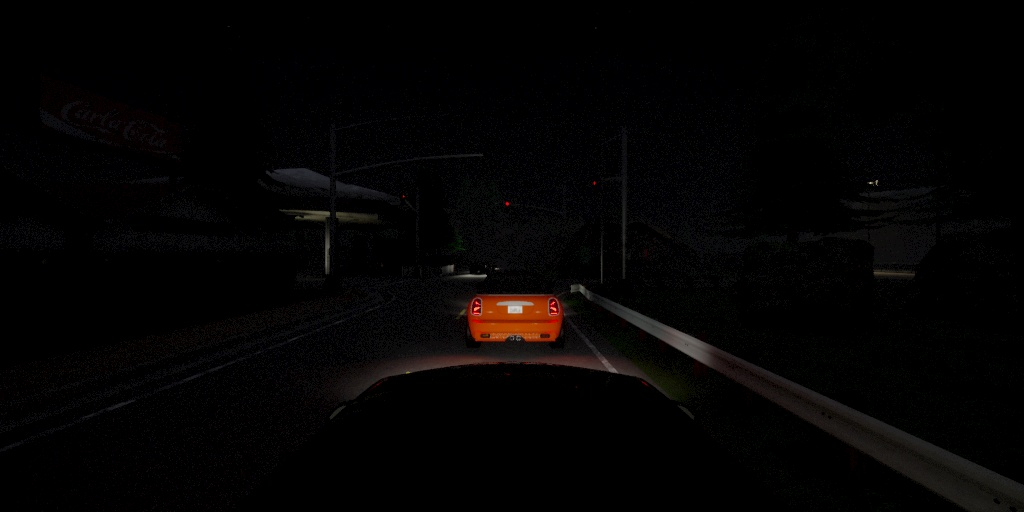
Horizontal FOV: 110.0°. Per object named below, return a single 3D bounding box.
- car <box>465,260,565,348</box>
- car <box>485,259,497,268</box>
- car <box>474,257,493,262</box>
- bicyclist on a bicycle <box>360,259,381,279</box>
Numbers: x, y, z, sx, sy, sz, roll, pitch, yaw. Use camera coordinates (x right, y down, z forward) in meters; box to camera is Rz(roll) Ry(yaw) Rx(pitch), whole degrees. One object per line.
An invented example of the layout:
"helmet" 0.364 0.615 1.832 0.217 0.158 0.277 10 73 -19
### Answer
"car" 0.079 1.102 9.373 2.097 1.767 4.553 0 0 0
"car" -3.536 1.276 60.766 1.812 1.442 4.674 0 0 0
"car" -3.569 1.102 40.637 2.097 1.767 4.553 0 0 0
"bicyclist on a bicycle" -11.754 1.097 29.861 1.656 1.620 0.582 1 -3 -19
